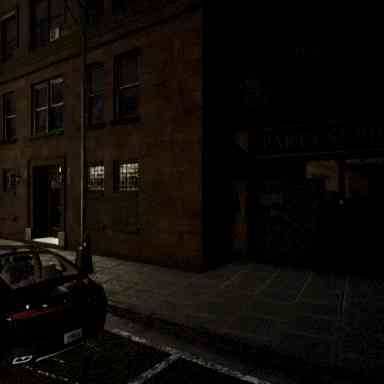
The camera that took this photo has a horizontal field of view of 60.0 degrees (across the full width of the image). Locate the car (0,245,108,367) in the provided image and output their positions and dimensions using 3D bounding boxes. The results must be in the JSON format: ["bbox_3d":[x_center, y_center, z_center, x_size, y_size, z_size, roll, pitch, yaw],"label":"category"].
[{"bbox_3d":[-3.248,1.551,5.410,4.403,1.369,2.008,0,0,36],"label":"car"}]
